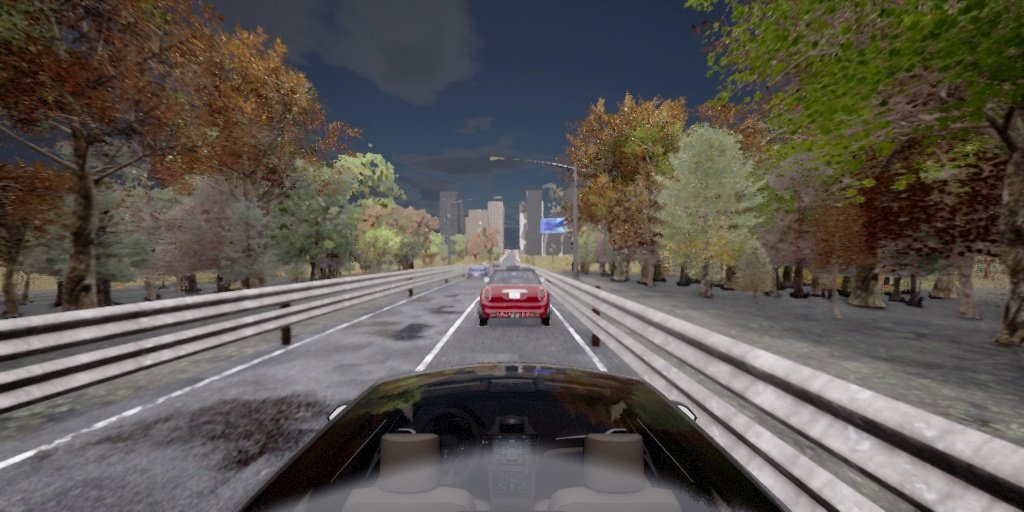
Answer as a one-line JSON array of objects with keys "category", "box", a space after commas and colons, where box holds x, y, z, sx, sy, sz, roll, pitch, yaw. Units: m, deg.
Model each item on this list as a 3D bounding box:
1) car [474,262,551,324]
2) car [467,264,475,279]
[{"category": "car", "box": [0.079, 1.137, 12.190, 2.097, 1.767, 4.553, 0, 0, 0]}, {"category": "car", "box": [-3.377, 1.548, 36.231, 1.812, 1.442, 4.674, 0, -1, 0]}]
